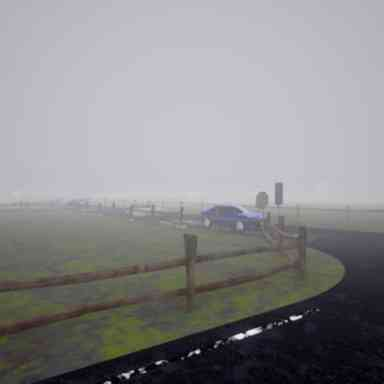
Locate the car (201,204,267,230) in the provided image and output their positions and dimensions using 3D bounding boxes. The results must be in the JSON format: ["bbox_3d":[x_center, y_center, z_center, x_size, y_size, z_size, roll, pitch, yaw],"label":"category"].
[{"bbox_3d":[2.593,1.553,21.195,1.882,1.535,5.008,0,0,-36],"label":"car"}]

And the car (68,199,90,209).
[{"bbox_3d":[-16.298,1.739,47.776,2.033,1.411,5.357,0,0,-35],"label":"car"}]

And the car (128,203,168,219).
[{"bbox_3d":[-4.083,1.712,30.523,1.895,1.301,4.718,0,0,-35],"label":"car"}]
